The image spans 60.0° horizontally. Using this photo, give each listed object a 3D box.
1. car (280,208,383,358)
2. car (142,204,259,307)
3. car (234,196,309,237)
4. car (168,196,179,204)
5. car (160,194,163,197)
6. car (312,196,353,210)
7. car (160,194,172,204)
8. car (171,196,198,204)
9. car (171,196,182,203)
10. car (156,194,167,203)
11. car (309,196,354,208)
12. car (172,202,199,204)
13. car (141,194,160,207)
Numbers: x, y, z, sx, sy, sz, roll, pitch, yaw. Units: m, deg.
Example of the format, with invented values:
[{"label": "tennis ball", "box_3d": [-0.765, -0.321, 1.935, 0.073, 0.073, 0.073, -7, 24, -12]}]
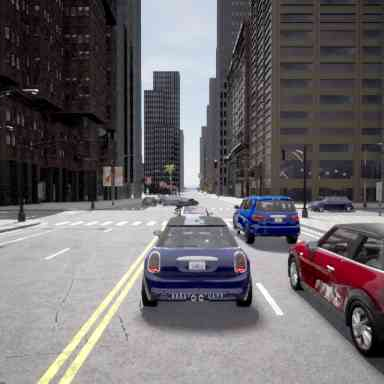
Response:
[{"label": "car", "box_3d": [3.344, 1.349, 6.180, 2.097, 1.767, 4.553, 0, 0, 0]}, {"label": "car", "box_3d": [0.094, 1.348, 8.138, 2.097, 1.767, 4.553, 0, 0, 0]}, {"label": "car", "box_3d": [3.349, 1.211, 15.890, 2.150, 2.045, 5.566, 0, 0, -2]}, {"label": "car", "box_3d": [-3.334, 1.486, 61.088, 1.812, 1.442, 4.674, 0, 0, 0]}, {"label": "car", "box_3d": [-6.586, 1.524, 61.309, 1.994, 1.385, 4.181, 0, 0, 0]}, {"label": "car", "box_3d": [16.671, 1.323, 39.635, 4.097, 1.590, 1.967, 0, 1, 0]}, {"label": "car", "box_3d": [-3.344, 1.490, 51.331, 1.812, 1.442, 4.674, 0, 0, 2]}, {"label": "car", "box_3d": [-0.541, 1.474, 41.751, 1.837, 1.490, 4.892, 2, 1, 18]}, {"label": "car", "box_3d": [-3.265, 1.496, 71.473, 2.033, 1.411, 5.357, 0, 0, 0]}, {"label": "car", "box_3d": [-6.515, 1.312, 71.280, 2.097, 1.767, 4.553, 0, 0, 0]}, {"label": "car", "box_3d": [15.345, 1.277, 36.934, 4.553, 1.767, 2.097, 0, 1, -1]}, {"label": "car", "box_3d": [0.090, 1.480, 17.075, 2.128, 1.511, 4.902, 0, 0, 0]}, {"label": "car", "box_3d": [-6.597, 1.469, 51.389, 1.837, 1.490, 4.892, 0, 0, 2]}]
